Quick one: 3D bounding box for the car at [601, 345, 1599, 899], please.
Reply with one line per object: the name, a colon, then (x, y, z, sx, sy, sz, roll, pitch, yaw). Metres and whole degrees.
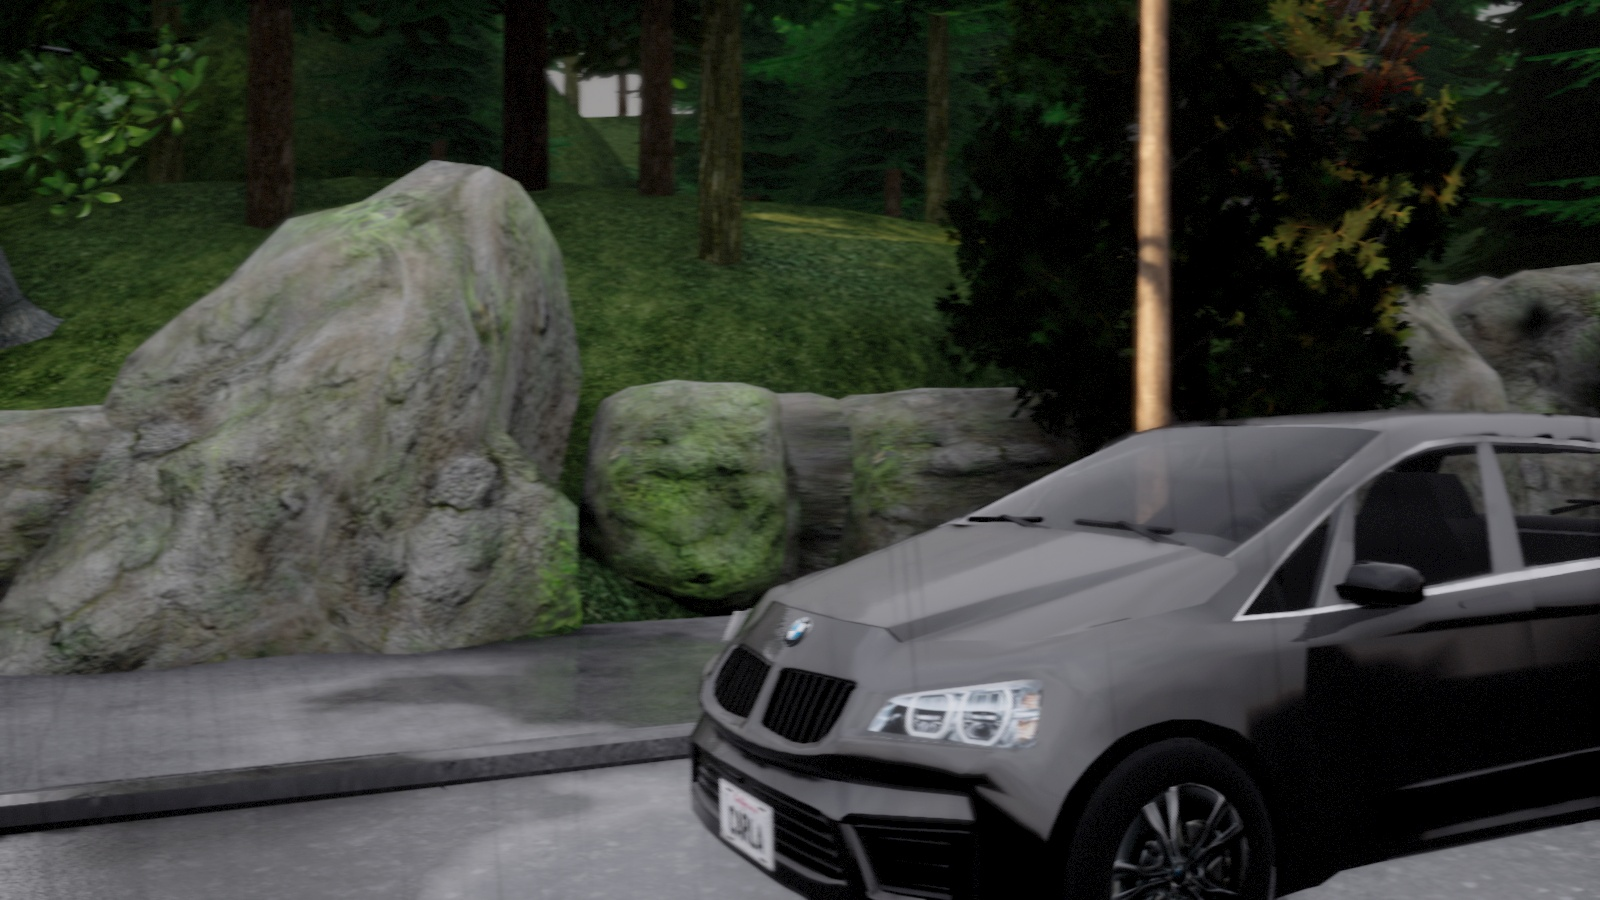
car: (1.787, 0.591, 4.937, 4.611, 1.667, 2.242, 0, 0, -27)
